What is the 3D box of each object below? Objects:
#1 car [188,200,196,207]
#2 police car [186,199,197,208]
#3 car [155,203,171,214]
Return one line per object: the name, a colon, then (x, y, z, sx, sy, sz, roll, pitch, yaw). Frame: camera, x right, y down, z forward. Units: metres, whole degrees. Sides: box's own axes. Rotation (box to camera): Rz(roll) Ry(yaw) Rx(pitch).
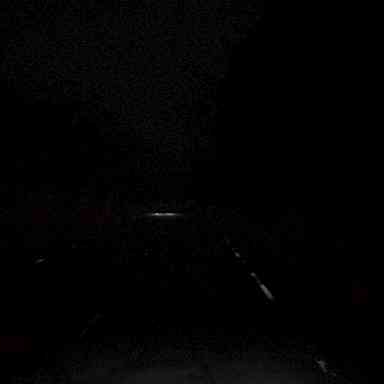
car: (-0.043, 2.950, 86.132, 1.801, 1.575, 5.366, -1, -1, -2)
police car: (0.227, 2.689, 76.045, 1.930, 1.638, 5.238, 0, -1, -1)
car: (-3.854, 2.186, 45.839, 1.812, 1.442, 4.674, 0, -1, -1)
